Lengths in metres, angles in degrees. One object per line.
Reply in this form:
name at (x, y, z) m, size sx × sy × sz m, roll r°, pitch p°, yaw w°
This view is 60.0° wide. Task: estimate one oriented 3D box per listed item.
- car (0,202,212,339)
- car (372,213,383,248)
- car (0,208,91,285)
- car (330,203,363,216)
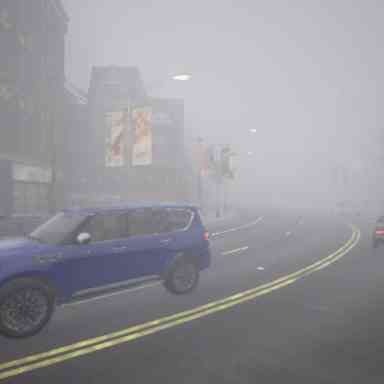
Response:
car at (-1.999, 1.271, 7.142) m, size 5.566 × 2.045 × 2.150 m, roll 0°, pitch 0°, yaw -42°
car at (9.070, 1.625, 14.693) m, size 2.033 × 1.411 × 5.357 m, roll 0°, pitch 0°, yaw 31°
car at (-5.348, 1.420, 9.023) m, size 4.553 × 1.767 × 2.097 m, roll 0°, pitch -1°, yaw -40°
car at (15.828, 1.790, 34.395) m, size 1.895 × 1.301 × 4.718 m, roll 0°, pitch 0°, yaw 8°
